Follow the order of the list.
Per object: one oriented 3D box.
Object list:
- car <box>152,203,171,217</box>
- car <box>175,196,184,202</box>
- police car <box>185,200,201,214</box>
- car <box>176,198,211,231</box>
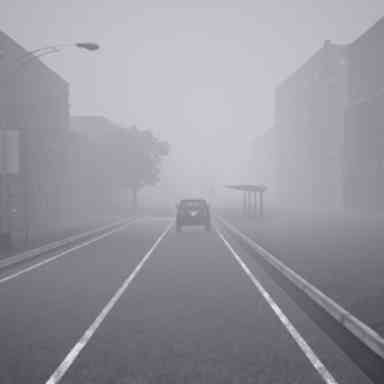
[{"bbox_3d":[-3.250,1.886,36.209,1.812,1.442,4.674,0,0,0],"label":"car"},{"bbox_3d":[-2.857,1.664,77.429,1.994,1.385,4.181,0,0,0],"label":"car"},{"bbox_3d":[0.088,1.815,41.799,1.930,1.638,5.238,0,0,0],"label":"police car"},{"bbox_3d":[0.085,1.453,22.469,2.150,2.045,5.566,0,0,0],"label":"car"}]
